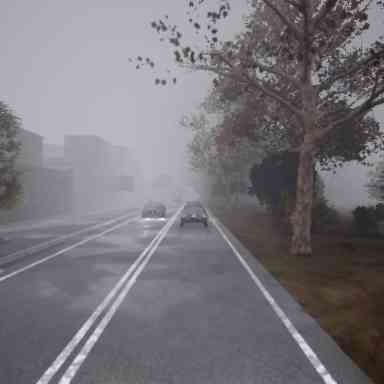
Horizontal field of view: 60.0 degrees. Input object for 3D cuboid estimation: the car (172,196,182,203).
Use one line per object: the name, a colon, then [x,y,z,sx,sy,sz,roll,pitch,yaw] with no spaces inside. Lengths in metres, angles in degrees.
car: [-3.097,1.585,71.172,2.033,1.411,5.357,0,0,0]

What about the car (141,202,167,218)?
car: [-3.298,1.576,29.794,1.994,1.385,4.181,0,0,0]

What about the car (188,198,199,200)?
car: [0.178,1.510,41.928,1.882,1.535,5.008,0,0,0]

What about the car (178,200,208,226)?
car: [0.130,1.548,23.326,2.033,1.411,5.357,0,0,0]
